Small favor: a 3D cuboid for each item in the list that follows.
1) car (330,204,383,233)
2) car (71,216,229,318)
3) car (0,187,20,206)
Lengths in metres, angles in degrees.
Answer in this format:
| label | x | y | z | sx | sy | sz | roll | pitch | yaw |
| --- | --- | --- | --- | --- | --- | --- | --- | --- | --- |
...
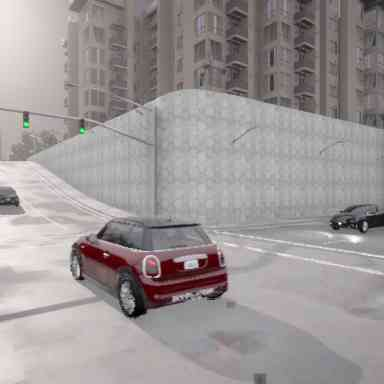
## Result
| label | x | y | z | sx | sy | sz | roll | pitch | yaw |
| --- | --- | --- | --- | --- | --- | --- | --- | --- | --- |
| car | 10.190 | 1.504 | 19.866 | 4.892 | 1.490 | 1.837 | 0 | 0 | -36 |
| car | -1.255 | 1.351 | 7.816 | 2.097 | 1.767 | 4.553 | 0 | 0 | -36 |
| car | -15.978 | 0.275 | 28.300 | 2.033 | 1.411 | 5.357 | 0 | 8 | -36 |
